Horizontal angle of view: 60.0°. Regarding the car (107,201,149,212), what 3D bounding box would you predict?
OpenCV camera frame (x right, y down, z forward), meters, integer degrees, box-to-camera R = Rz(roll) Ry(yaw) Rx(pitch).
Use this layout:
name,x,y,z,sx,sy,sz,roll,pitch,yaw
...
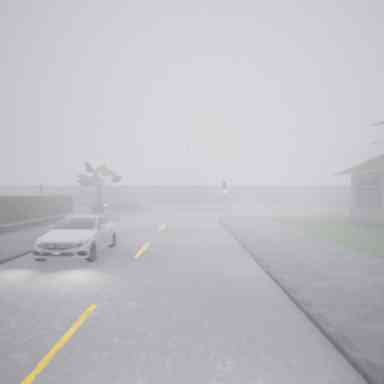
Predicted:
name,x,y,z,sx,sy,sz,roll,pitch,yaw
car,-7.646,1.692,39.424,4.718,1.301,1.895,0,0,19

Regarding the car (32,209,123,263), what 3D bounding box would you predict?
name,x,y,z,sx,sy,sz,roll,pitch,yaw
car,-4.046,1.554,12.260,1.812,1.442,4.674,0,0,0
